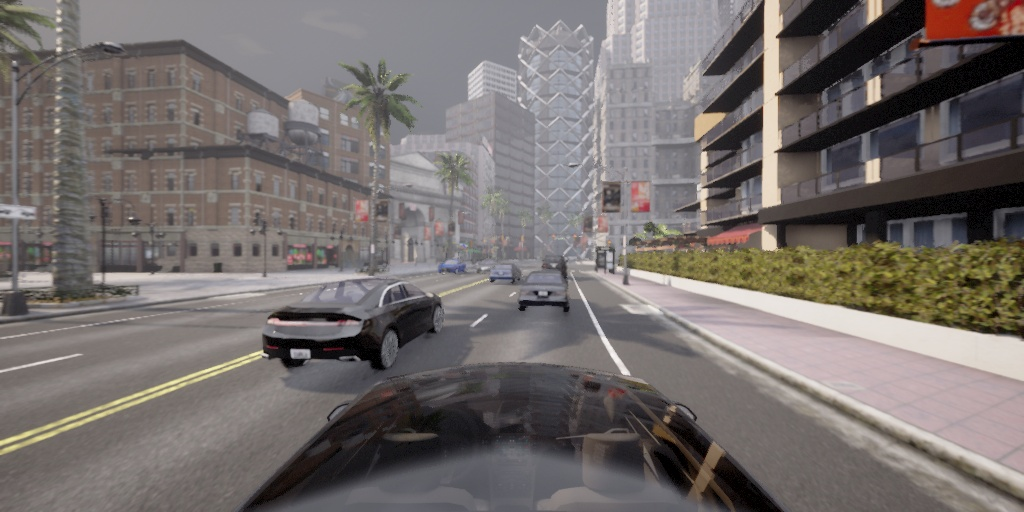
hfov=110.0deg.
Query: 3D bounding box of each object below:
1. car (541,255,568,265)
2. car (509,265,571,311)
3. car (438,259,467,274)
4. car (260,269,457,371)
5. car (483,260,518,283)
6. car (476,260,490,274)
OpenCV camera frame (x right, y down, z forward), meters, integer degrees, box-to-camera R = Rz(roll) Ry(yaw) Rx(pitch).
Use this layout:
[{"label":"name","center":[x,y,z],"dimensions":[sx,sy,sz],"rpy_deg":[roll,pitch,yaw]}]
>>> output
[{"label":"car","center":[3.810,0.920,32.106],"dimensions":[2.150,2.045,5.566],"rpy_deg":[0,0,8]},{"label":"car","center":[1.349,1.276,14.300],"dimensions":[2.033,1.411,5.357],"rpy_deg":[0,0,8]},{"label":"car","center":[-6.159,1.113,37.542],"dimensions":[1.882,1.535,5.008],"rpy_deg":[0,0,8]},{"label":"car","center":[-2.885,1.213,7.663],"dimensions":[2.128,1.511,4.902],"rpy_deg":[0,0,5]},{"label":"car","center":[-0.429,1.237,27.045],"dimensions":[2.033,1.411,5.357],"rpy_deg":[0,0,8]},{"label":"car","center":[-2.485,1.145,38.449],"dimensions":[2.128,1.511,4.902],"rpy_deg":[0,0,8]}]
